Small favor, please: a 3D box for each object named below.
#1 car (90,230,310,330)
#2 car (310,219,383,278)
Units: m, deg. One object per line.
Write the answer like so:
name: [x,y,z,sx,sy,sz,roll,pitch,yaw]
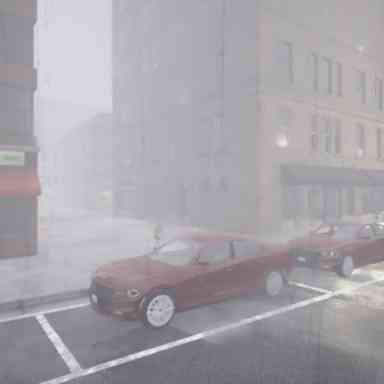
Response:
car: [0.196,1.542,6.905,4.507,1.381,1.887,0,0,-36]
car: [4.752,1.539,10.155,4.507,1.381,1.887,0,0,-35]
